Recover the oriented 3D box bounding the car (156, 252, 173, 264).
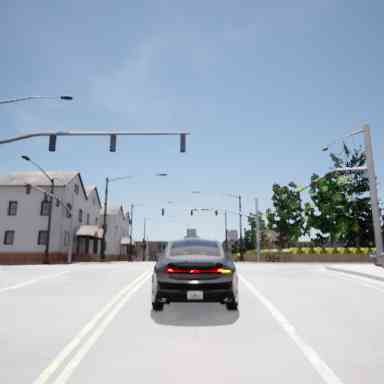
[{"bbox_3d":[-3.616,8.852,44.638,1.812,1.442,4.674,0,-11,0],"label":"car"}]

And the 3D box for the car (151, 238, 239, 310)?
[{"bbox_3d":[0.066,1.979,8.687,1.837,1.490,4.892,0,-7,0],"label":"car"}]

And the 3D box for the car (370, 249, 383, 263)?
[{"bbox_3d":[18.491,5.287,28.870,5.566,2.045,2.150,0,-12,1],"label":"car"}]

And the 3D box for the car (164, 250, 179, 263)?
[{"bbox_3d":[-3.599,11.502,58.994,2.150,2.045,5.566,0,-12,0],"label":"car"}]
